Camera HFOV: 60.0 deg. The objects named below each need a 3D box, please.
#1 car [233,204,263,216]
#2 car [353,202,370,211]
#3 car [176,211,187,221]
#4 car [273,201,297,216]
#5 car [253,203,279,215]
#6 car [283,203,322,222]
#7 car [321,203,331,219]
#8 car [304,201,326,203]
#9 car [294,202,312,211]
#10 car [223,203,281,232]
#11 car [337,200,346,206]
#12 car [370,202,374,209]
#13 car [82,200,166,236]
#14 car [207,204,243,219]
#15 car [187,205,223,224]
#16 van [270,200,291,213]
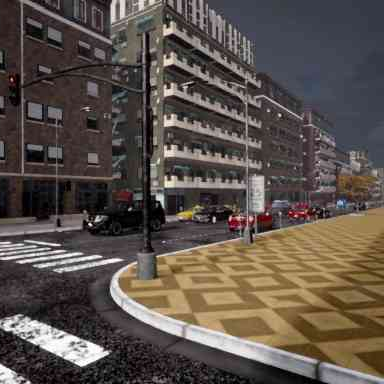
[{"bbox_3d":[6.954,2.222,40.875,1.947,1.339,4.313,-2,-2,35],"label":"car"},{"bbox_3d":[29.927,2.583,59.300,1.947,1.339,4.313,-2,-2,35],"label":"car"},{"bbox_3d":[0.396,2.002,31.467,1.752,1.417,4.829,-2,-2,35],"label":"car"},{"bbox_3d":[11.218,2.237,42.445,2.033,1.411,5.357,-1,-1,35],"label":"car"},{"bbox_3d":[10.183,2.289,45.510,1.887,1.381,4.507,-2,-2,35],"label":"car"},{"bbox_3d":[10.546,2.032,31.492,1.887,1.381,4.507,-2,-2,35],"label":"car"},{"bbox_3d":[13.777,2.141,36.126,1.947,1.339,4.313,-2,-2,35],"label":"car"},{"bbox_3d":[17.445,2.305,45.843,2.033,1.411,5.357,-1,-1,35],"label":"car"},{"bbox_3d":[19.874,2.554,59.415,1.887,1.381,4.507,-2,-2,35],"label":"car"},{"bbox_3d":[4.085,1.751,22.225,1.967,1.590,4.097,-2,-2,35],"label":"car"},{"bbox_3d":[39.156,2.883,87.168,1.690,1.788,3.998,-2,-2,35],"label":"car"},{"bbox_3d":[36.388,2.745,68.569,2.008,1.369,4.403,-2,-2,35],"label":"car"},{"bbox_3d":[-3.999,1.496,20.657,2.150,2.045,5.566,-1,-1,37],"label":"car"},{"bbox_3d":[3.626,2.090,36.101,1.752,1.417,4.829,-2,-2,35],"label":"car"},{"bbox_3d":[1.950,1.941,29.203,1.837,1.490,4.892,-1,-1,35],"label":"car"},{"bbox_3d":[13.411,2.174,50.151,1.690,1.788,3.998,-2,-2,35],"label":"van"}]
